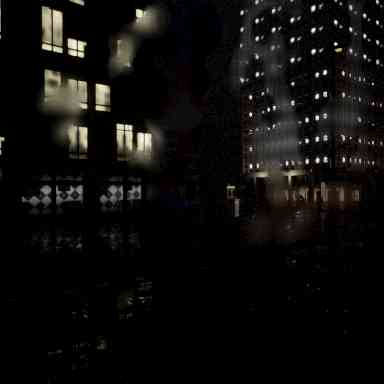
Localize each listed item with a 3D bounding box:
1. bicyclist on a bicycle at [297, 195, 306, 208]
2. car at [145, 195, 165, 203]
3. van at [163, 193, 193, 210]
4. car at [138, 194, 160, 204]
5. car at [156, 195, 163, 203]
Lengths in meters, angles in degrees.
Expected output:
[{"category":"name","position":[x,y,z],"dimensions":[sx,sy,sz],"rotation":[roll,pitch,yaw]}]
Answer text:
[{"category":"bicyclist on a bicycle","position":[12.902,1.117,39.178],"dimensions":[1.656,1.620,0.582],"rotation":[-1,1,-34]},{"category":"car","position":[-6.997,1.237,63.266],"dimensions":[1.887,1.381,4.507],"rotation":[0,0,-34]},{"category":"van","position":[-1.488,1.210,40.226],"dimensions":[1.690,1.788,3.998],"rotation":[0,0,-34]},{"category":"car","position":[-7.820,1.203,59.853],"dimensions":[1.882,1.535,5.008],"rotation":[-1,1,-34]},{"category":"car","position":[-3.887,1.035,58.682],"dimensions":[2.192,1.841,5.009],"rotation":[0,0,-34]}]
